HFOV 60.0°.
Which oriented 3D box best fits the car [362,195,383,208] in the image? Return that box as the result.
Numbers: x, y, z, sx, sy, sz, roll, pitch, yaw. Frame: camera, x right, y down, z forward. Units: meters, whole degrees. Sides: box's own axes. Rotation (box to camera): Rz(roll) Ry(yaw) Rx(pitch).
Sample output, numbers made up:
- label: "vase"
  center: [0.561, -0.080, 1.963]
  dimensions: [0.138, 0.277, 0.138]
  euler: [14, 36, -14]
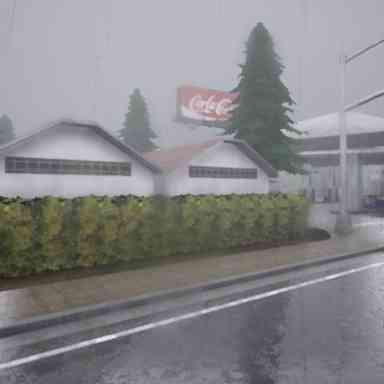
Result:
- label: "car"
  center: [22.401, 1.195, 40.416]
  dimensions: [4.611, 1.667, 2.242]
  euler: [0, 0, -36]
